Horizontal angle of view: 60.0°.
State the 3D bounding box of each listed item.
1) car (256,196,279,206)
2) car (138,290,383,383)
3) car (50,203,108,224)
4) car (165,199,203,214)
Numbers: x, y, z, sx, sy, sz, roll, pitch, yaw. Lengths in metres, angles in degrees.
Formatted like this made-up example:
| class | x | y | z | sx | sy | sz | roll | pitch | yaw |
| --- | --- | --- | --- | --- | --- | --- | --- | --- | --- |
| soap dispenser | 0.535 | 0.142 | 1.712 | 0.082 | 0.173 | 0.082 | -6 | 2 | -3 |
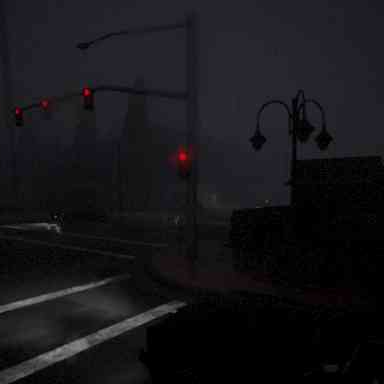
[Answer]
| class | x | y | z | sx | sy | sz | roll | pitch | yaw |
| --- | --- | --- | --- | --- | --- | --- | --- | --- | --- |
| car | 11.739 | 1.350 | 51.734 | 2.097 | 1.767 | 4.553 | 0 | 0 | 37 |
| car | 1.742 | 1.601 | 2.819 | 4.718 | 1.301 | 1.895 | 0 | 0 | 38 |
| car | -8.424 | 1.562 | 25.074 | 1.994 | 1.385 | 4.181 | 0 | 0 | 37 |
| car | -0.763 | 1.476 | 35.250 | 1.882 | 1.535 | 5.008 | 0 | 0 | 37 |
